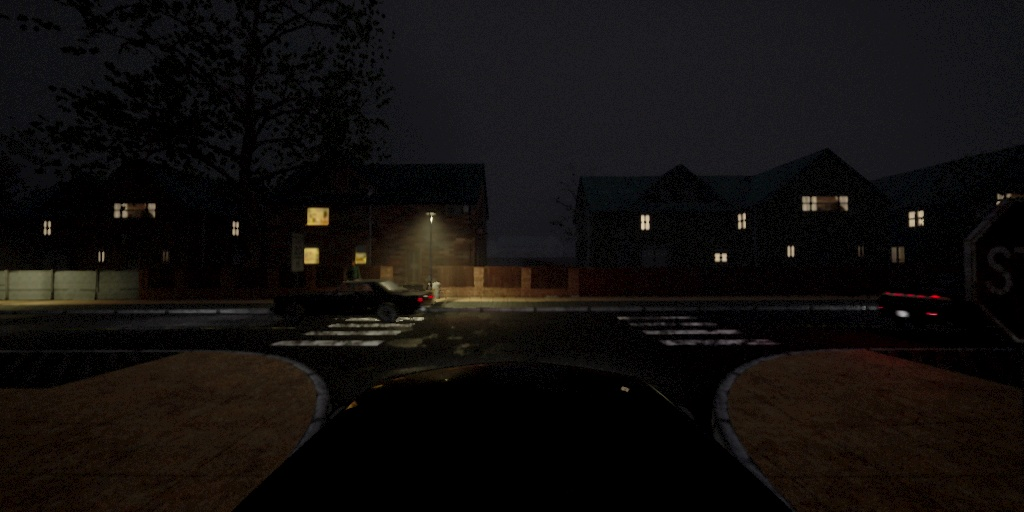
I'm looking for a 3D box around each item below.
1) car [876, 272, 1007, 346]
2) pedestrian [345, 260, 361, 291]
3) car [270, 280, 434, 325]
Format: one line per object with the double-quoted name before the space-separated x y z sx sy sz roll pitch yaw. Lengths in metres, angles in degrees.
"car" 11.552 1.120 8.334 4.902 1.511 2.128 0 -1 1
"pedestrian" -6.527 1.054 14.670 0.375 1.860 0.375 0 -1 1
"car" -5.092 1.438 11.711 4.718 1.301 1.895 -1 -1 2
